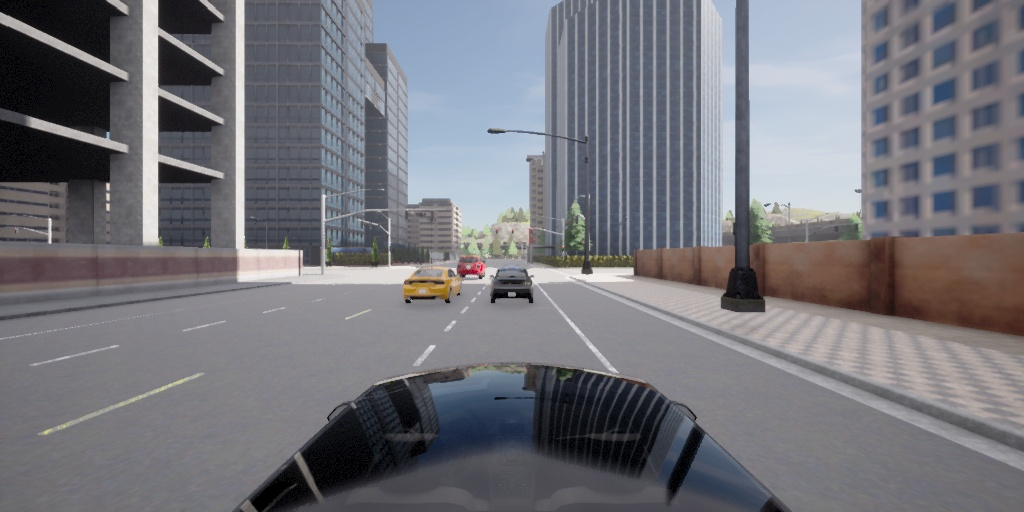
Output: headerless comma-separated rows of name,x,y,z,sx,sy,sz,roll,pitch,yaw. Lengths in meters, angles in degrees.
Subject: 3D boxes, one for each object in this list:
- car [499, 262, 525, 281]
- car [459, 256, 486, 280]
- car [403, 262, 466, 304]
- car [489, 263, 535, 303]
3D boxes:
car,-0.038,1.311,31.565,2.033,1.411,5.357,0,0,-1
car,-3.538,1.006,31.551,2.150,2.045,5.566,0,0,-1
car,-3.500,1.233,16.500,1.882,1.535,5.008,0,0,0
car,0.000,1.264,16.500,1.837,1.490,4.892,0,0,0
